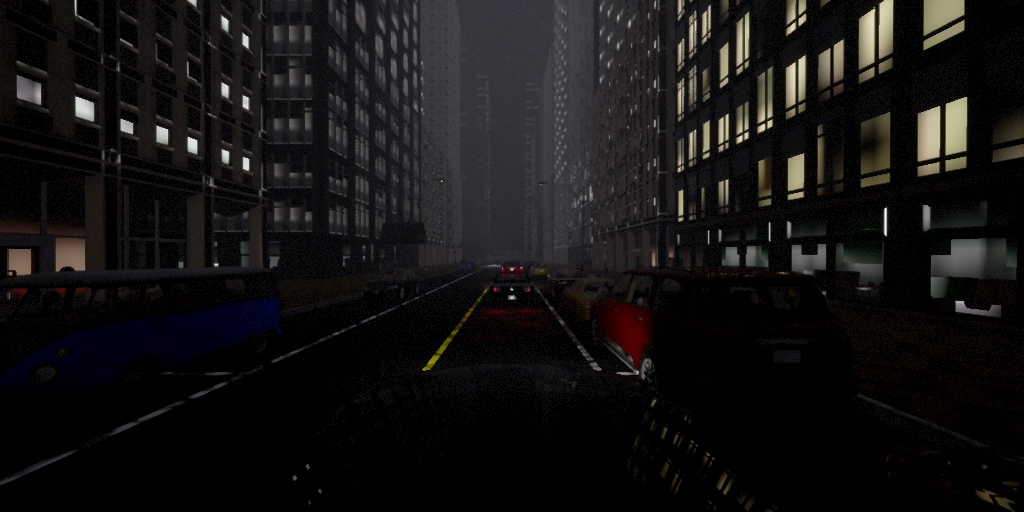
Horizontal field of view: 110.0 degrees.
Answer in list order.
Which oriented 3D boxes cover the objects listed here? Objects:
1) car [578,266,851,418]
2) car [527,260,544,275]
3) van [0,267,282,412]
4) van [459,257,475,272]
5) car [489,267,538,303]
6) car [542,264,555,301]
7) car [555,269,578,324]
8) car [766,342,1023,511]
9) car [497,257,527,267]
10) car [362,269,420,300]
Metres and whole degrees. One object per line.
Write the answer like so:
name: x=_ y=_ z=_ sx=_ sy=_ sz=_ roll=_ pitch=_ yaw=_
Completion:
car: x=2.690 y=1.062 z=5.887 sx=2.192 sy=1.841 sz=5.009 roll=0 pitch=0 yaw=0
car: x=2.690 y=1.260 z=34.549 sx=1.751 sy=1.417 sz=4.829 roll=0 pitch=0 yaw=0
van: x=-5.691 y=1.088 z=5.892 sx=1.690 sy=1.789 sz=3.998 roll=0 pitch=0 yaw=0
van: x=-5.691 y=1.065 z=45.780 sx=1.690 sy=1.789 sz=3.998 roll=0 pitch=0 yaw=0
car: x=0.000 y=1.362 z=16.529 sx=1.895 sy=1.301 sz=4.718 roll=0 pitch=0 yaw=0
car: x=2.690 y=1.290 z=17.283 sx=1.888 sy=1.381 sz=4.507 roll=0 pitch=0 yaw=0
car: x=2.690 y=1.271 z=11.755 sx=1.751 sy=1.417 sz=4.829 roll=0 pitch=0 yaw=0
car: x=2.690 y=1.293 z=0.188 sx=1.888 sy=1.381 sz=4.507 roll=0 pitch=0 yaw=0
car: x=0.000 y=1.104 z=31.470 sx=2.097 sy=1.767 sz=4.553 roll=0 pitch=0 yaw=0
car: x=-5.691 y=1.295 z=17.286 sx=2.007 sy=1.370 sz=4.403 roll=0 pitch=0 yaw=0
